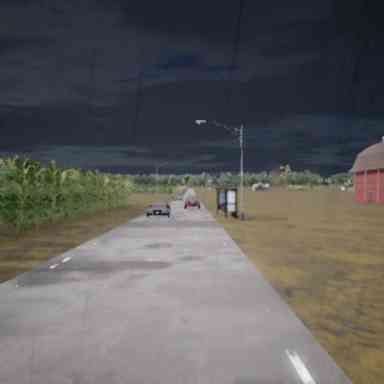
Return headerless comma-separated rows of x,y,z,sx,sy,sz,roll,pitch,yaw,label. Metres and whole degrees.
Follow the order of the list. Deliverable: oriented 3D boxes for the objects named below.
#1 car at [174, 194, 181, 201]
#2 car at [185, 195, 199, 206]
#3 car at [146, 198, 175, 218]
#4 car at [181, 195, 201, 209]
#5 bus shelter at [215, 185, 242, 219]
-2.724,1.286,69.842,1.837,1.490,4.892,0,0,0,car
0.011,1.360,54.370,2.128,1.511,4.902,-1,0,0,car
-2.835,1.483,29.185,1.994,1.385,4.181,0,0,0,car
0.067,1.236,44.220,2.097,1.767,4.553,-1,0,1,car
3.137,0.794,29.133,1.920,2.740,3.880,0,0,0,bus shelter
